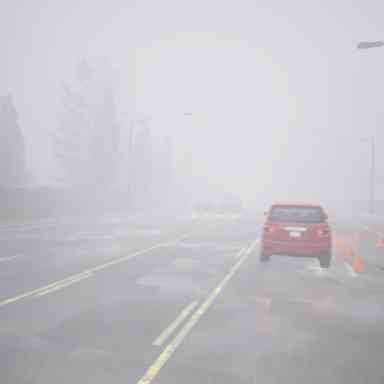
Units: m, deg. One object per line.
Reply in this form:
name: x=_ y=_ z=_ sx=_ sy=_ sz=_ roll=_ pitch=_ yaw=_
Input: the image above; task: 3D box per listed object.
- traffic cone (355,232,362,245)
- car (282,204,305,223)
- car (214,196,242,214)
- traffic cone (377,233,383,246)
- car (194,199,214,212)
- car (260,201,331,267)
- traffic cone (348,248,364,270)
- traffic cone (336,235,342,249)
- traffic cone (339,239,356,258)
traffic cone: x=7.937 y=2.215 z=15.982 sx=0.340 sy=0.580 sz=0.340 roll=1 pitch=0 yaw=17
car: x=9.402 y=1.883 z=30.827 sx=1.812 sy=1.442 sz=4.674 roll=1 pitch=0 yaw=17
car: x=4.631 y=1.503 z=40.014 sx=2.150 sy=2.045 sz=5.566 roll=1 pitch=0 yaw=16
traffic cone: x=8.894 y=2.236 z=15.692 sx=0.340 sy=0.580 sz=0.340 roll=1 pitch=0 yaw=17
car: x=1.671 y=1.698 z=42.472 sx=1.882 sy=1.535 sz=5.008 roll=1 pitch=0 yaw=16
car: x=3.819 y=1.366 z=12.377 sx=2.150 sy=2.045 sz=5.566 roll=1 pitch=0 yaw=17
traffic cone: x=5.241 y=2.127 z=10.530 sx=0.340 sy=0.580 sz=0.340 roll=1 pitch=0 yaw=17
traffic cone: x=6.401 y=2.171 z=14.358 sx=0.340 sy=0.580 sz=0.340 roll=1 pitch=0 yaw=17
traffic cone: x=5.821 y=2.149 z=12.444 sx=0.340 sy=0.580 sz=0.340 roll=1 pitch=0 yaw=17
